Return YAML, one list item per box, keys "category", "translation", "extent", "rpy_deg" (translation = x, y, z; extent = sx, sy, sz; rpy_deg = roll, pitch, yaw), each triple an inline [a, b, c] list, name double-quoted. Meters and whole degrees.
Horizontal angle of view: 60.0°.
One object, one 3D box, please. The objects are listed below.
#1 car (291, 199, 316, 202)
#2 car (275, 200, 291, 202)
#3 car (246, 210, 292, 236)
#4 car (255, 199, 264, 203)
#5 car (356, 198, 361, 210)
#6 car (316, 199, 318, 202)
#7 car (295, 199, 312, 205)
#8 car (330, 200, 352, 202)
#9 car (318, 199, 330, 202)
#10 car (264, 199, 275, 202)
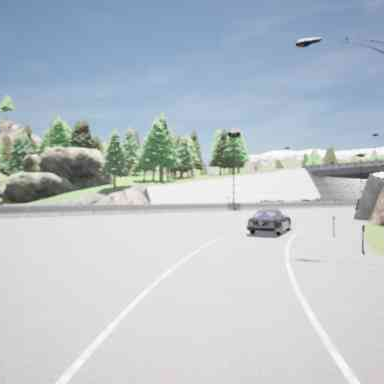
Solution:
- category: "car"
  translation: [23.230, 2.433, 69.469]
  extent: [4.181, 1.385, 1.994]
  rpy_deg: [1, -1, -37]
- category: "car"
  translation: [21.106, 2.422, 72.251]
  extent: [4.902, 1.511, 2.128]
  rpy_deg: [1, -1, -37]
- category: "car"
  translation: [4.850, 1.796, 20.552]
  extent: [2.033, 1.411, 5.357]
  rpy_deg: [0, -1, 26]
- category: "car"
  translation: [16.610, 2.451, 77.625]
  extent: [4.902, 1.511, 2.128]
  rpy_deg: [1, -1, -37]
- category: "car"
  translation: [23.372, 1.822, 42.966]
  extent: [5.566, 2.045, 2.150]
  rpy_deg: [1, -1, -38]
- category: "car"
  translation: [31.587, 2.449, 84.663]
  extent: [4.553, 1.767, 2.097]
  rpy_deg: [1, -1, -37]
- category: "car"
  translation: [29.192, 2.606, 87.237]
  extent: [4.892, 1.490, 1.837]
  rpy_deg: [1, -1, -37]
- category: "car"
  translation: [35.812, 2.586, 79.081]
  extent: [4.902, 1.511, 2.128]
  rpy_deg: [1, -1, -37]
- category: "car"
  translation: [33.687, 2.630, 81.862]
  extent: [4.181, 1.385, 1.994]
  rpy_deg: [1, -1, -37]
- category: "car"
  translation: [18.981, 2.438, 75.032]
  extent: [4.674, 1.442, 1.812]
  rpy_deg: [1, -1, -37]
